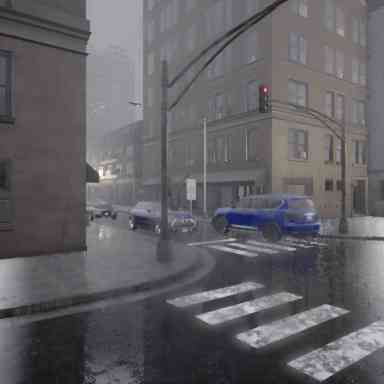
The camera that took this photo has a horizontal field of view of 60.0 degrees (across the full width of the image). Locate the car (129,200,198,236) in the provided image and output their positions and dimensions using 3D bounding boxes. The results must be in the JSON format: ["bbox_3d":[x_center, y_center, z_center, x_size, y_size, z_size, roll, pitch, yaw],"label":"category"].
[{"bbox_3d":[-1.640,1.269,17.967,2.097,1.767,4.553,0,0,-36],"label":"car"}]

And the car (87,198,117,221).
[{"bbox_3d":[-7.436,1.428,26.073,1.994,1.385,4.181,0,0,-35],"label":"car"}]

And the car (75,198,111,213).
[{"bbox_3d":[-10.686,1.362,35.675,2.033,1.411,5.357,0,0,-36],"label":"car"}]

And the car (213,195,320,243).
[{"bbox_3d":[3.352,1.163,16.064,2.150,2.045,5.566,0,0,-36],"label":"car"}]
